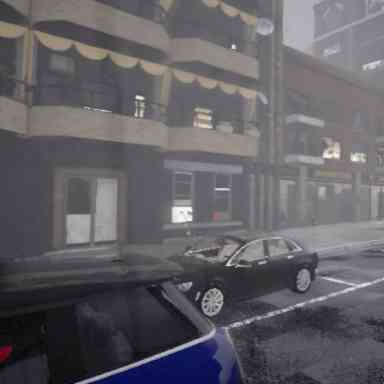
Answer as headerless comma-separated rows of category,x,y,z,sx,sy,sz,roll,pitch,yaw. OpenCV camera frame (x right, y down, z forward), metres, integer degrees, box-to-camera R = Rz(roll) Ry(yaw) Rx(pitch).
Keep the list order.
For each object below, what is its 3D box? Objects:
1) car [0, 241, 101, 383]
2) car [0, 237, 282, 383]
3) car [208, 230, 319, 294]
car,-3.554,1.565,4.011,4.313,1.339,1.947,0,1,-36
car,-1.788,1.353,2.104,4.553,1.767,2.097,0,0,-36
car,0.979,1.561,7.247,4.403,1.369,2.008,0,1,-36
